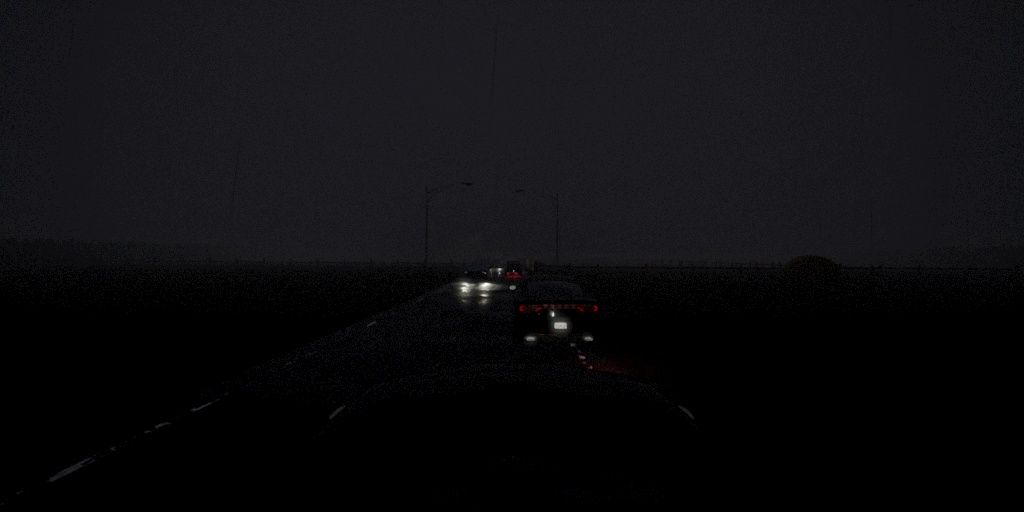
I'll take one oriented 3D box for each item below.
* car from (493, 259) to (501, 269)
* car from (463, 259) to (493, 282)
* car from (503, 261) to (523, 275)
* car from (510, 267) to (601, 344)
[{"bbox_3d":[-2.741,1.242,57.825,1.837,1.490,4.892,0,0,0],"label":"car"},{"bbox_3d":[-2.847,1.225,29.461,1.882,1.535,5.008,0,0,0],"label":"car"},{"bbox_3d":[0.103,1.250,38.748,1.837,1.490,4.892,0,0,-2],"label":"car"},{"bbox_3d":[0.963,1.228,9.580,1.882,1.535,5.008,0,0,0],"label":"car"}]
